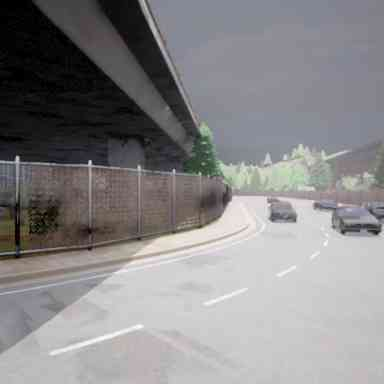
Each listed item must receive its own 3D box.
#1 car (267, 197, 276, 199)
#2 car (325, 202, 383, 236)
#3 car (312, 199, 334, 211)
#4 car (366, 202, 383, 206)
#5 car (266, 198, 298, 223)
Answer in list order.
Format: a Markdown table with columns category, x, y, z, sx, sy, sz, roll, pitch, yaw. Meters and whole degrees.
| category | x | y | z | sx | sy | sz | roll | pitch | yaw |
| --- | --- | --- | --- | --- | --- | --- | --- | --- | --- |
| car | 15.646 | 1.584 | 65.008 | 1.895 | 1.301 | 4.718 | 0 | 0 | 7 |
| car | 9.113 | 1.540 | 18.870 | 2.033 | 1.411 | 5.357 | 0 | 0 | 15 |
| car | 16.155 | 1.532 | 40.589 | 2.033 | 1.411 | 5.357 | 0 | 0 | 7 |
| car | 14.105 | 1.481 | 25.903 | 2.128 | 1.511 | 4.902 | 0 | 0 | 9 |
| car | 6.942 | 1.496 | 25.730 | 1.837 | 1.490 | 4.892 | 0 | 0 | 9 |
